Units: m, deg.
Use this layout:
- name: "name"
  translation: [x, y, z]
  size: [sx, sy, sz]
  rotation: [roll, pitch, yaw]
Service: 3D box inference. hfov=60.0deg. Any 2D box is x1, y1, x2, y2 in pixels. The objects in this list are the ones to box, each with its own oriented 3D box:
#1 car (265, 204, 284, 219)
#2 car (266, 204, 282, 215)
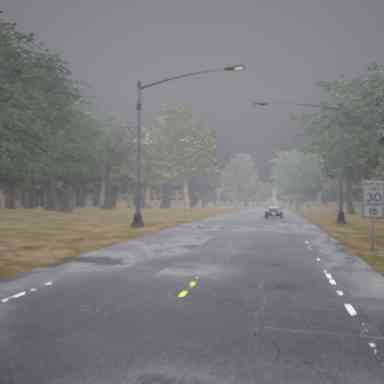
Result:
- name: "car"
  translation: [8.917, 2.095, 36.172]
  size: [1.812, 1.442, 4.674]
  rotation: [0, -1, 15]
- name: "car"
  translation: [11.315, 2.400, 45.801]
  size: [2.033, 1.411, 5.357]
  rotation: [0, -2, 14]
